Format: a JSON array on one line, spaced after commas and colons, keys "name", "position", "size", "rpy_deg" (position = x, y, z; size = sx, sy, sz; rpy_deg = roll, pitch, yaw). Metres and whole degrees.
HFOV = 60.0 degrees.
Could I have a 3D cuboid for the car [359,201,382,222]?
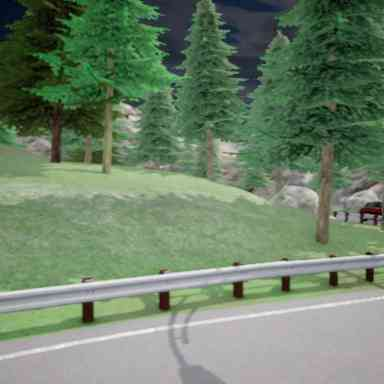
[{"name": "car", "position": [15.261, 1.497, 25.552], "size": [2.097, 1.767, 4.553], "rpy_deg": [0, 0, -21]}]
